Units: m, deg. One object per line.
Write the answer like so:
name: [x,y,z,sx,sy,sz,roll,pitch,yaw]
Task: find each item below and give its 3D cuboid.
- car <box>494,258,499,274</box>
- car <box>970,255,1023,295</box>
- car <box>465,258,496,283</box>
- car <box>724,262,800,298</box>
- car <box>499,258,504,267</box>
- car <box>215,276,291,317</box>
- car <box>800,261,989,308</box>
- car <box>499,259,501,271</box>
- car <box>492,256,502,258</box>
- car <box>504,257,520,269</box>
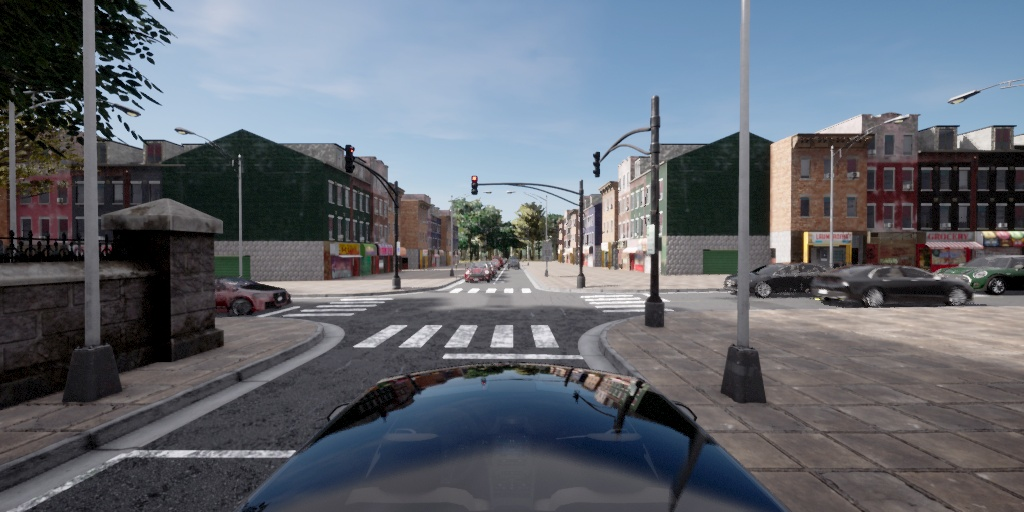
car: [-2.537,1.204,33.532,1.967,1.591,4.097,0,0,0]
car: [22.100,0.763,16.280,4.553,1.767,2.097,-1,1,0]
car: [-2.555,1.199,28.097,1.967,1.591,4.097,0,0,0]
car: [12.322,1.046,16.316,4.892,1.490,1.837,-1,1,0]
car: [-2.483,1.329,49.835,1.888,1.381,4.507,0,0,0]
car: [-10.812,1.471,13.523,4.181,1.385,1.994,-1,1,-3]
car: [14.015,1.053,13.360,4.892,1.490,1.837,-1,1,0]
car: [-2.519,1.335,38.966,1.948,1.339,4.313,0,0,0]
car: [-2.832,1.259,60.907,1.801,1.575,5.366,0,0,0]
car: [0.284,1.287,57.693,2.128,1.511,4.902,0,0,0]
